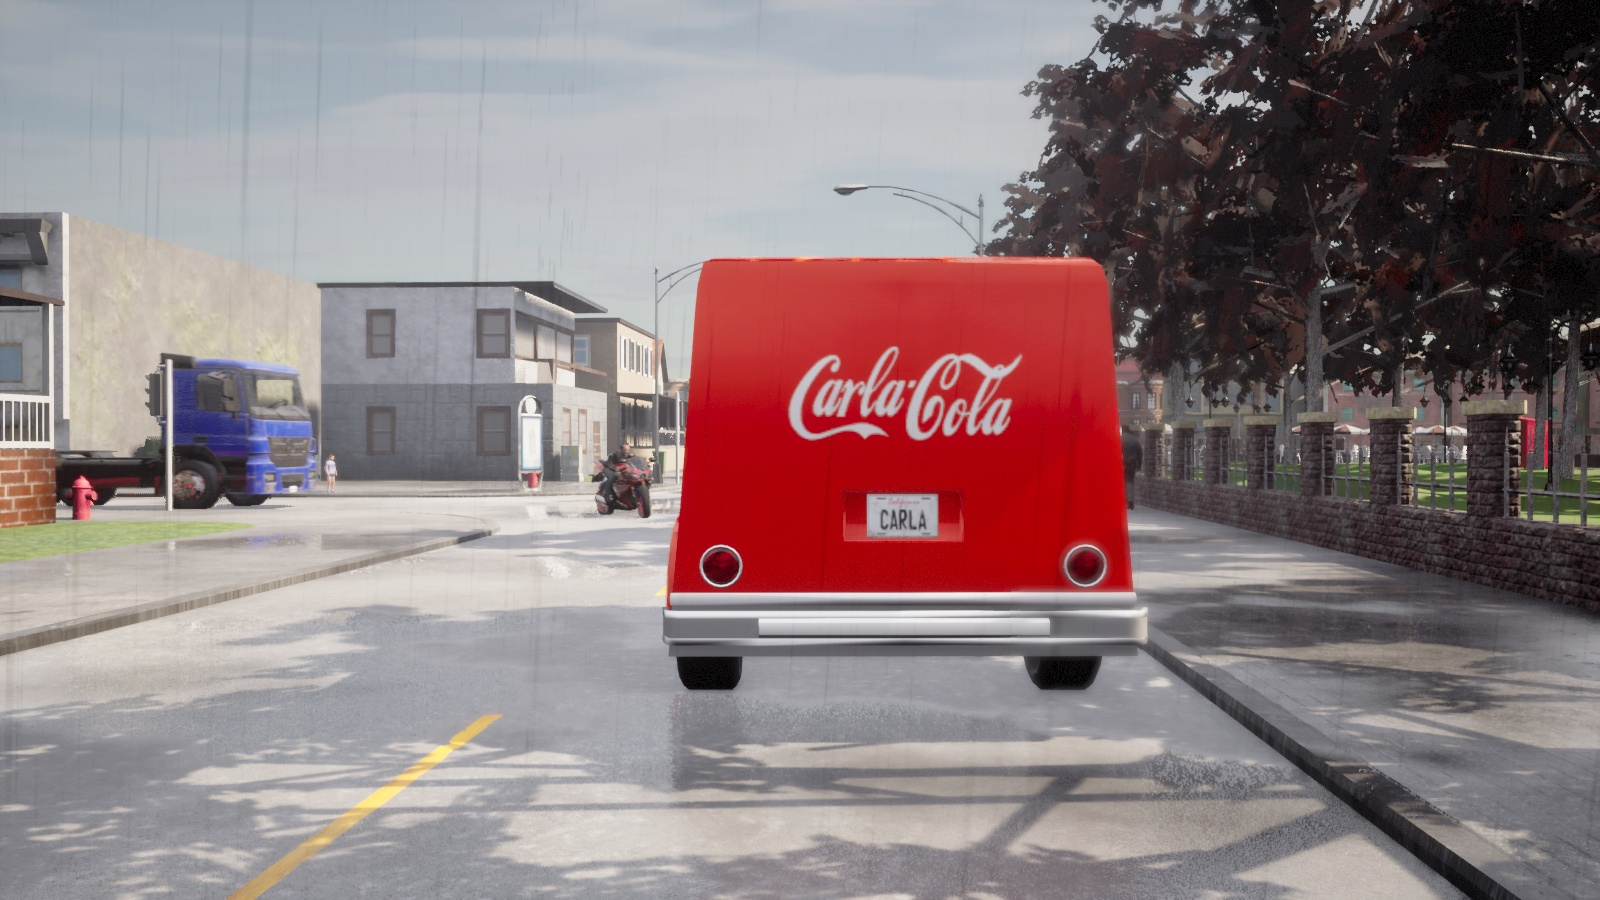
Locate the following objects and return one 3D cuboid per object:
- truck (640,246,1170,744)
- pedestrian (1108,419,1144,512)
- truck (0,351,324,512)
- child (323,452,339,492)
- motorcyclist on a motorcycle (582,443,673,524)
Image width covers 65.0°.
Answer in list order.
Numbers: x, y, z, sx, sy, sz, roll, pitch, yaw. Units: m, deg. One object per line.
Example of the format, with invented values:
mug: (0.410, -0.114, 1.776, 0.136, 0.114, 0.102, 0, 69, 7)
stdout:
truck: (0.519, 0.210, 8.828, 2.627, 2.467, 5.204, 0, 0, 0)
pedestrian: (6.683, 0.316, 25.770, 0.563, 1.883, 0.849, 0, 0, 3)
truck: (-15.341, -0.409, 28.584, 7.936, 3.462, 2.891, 0, 0, 3)
child: (-13.211, 0.626, 35.382, 0.394, 1.110, 0.255, 0, 0, 36)
motorcyclist on a motorcycle: (-3.515, 0.635, 25.421, 0.866, 1.530, 2.191, -3, 2, -36)
